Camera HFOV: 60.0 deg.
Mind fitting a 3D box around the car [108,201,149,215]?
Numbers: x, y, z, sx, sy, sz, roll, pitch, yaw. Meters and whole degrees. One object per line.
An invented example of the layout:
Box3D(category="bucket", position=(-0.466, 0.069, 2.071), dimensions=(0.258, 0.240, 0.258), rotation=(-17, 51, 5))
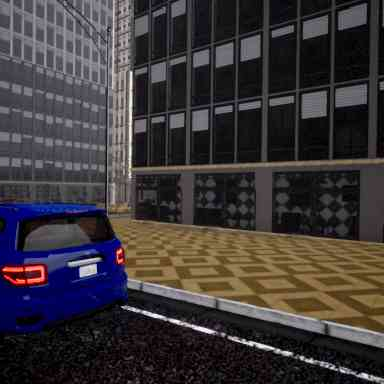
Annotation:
Box3D(category="car", position=(-7.324, 1.830, 38.731), dimensions=(1.752, 1.417, 4.829), rotation=(1, 0, 36))

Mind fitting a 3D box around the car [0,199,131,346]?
Box3D(category="car", position=(-3.683, 1.218, 6.311), dimensions=(5.566, 2.045, 2.150), rotation=(0, 0, 35))

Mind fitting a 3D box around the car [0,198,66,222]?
Box3D(category="car", position=(-14.124, 1.519, 29.521), dimensions=(2.192, 1.841, 5.009), rotation=(1, 0, 36))

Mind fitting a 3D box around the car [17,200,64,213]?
Box3D(category="car", position=(-17.620, 1.643, 38.896), dimensions=(1.752, 1.417, 4.829), rotation=(1, 0, 36))

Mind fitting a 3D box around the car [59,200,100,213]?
Box3D(category="car", position=(-13.496, 1.754, 40.116), dimensions=(1.994, 1.385, 4.181), rotation=(1, 0, 36))
